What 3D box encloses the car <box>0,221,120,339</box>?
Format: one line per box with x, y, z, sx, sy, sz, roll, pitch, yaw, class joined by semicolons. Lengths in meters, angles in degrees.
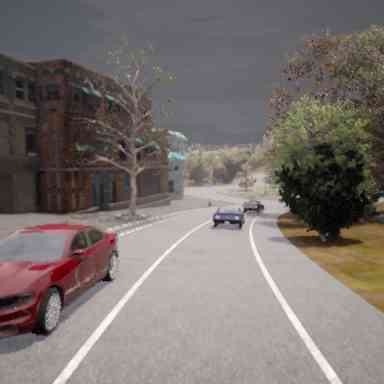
-2.979;1.443;6.886;1.882;1.535;5.008;0;0;4;car

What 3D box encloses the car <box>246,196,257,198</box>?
9.365;1.478;53.435;2.097;1.767;4.553;2;3;24;car

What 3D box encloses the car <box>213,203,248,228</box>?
2.629;1.636;22.841;1.895;1.301;4.718;1;0;11;car

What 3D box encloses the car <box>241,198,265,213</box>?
7.436;1.732;39.754;2.033;1.411;5.357;2;0;20;car
